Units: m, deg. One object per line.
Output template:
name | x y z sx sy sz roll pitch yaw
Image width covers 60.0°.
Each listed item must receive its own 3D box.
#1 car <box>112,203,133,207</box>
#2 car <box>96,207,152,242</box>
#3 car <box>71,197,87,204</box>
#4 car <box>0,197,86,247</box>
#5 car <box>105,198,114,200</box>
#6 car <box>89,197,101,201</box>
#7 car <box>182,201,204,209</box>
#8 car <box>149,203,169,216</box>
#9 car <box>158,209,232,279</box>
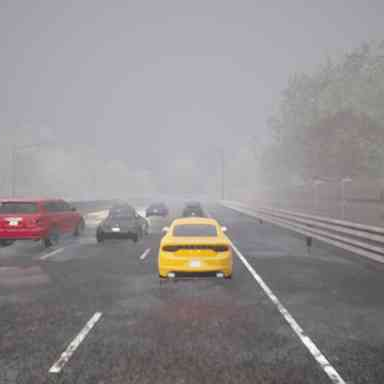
car | -6.894 1.744 32.977 1.994 1.385 4.181 0 0 0
car | -3.398 1.653 16.846 1.994 1.385 4.181 0 0 0
car | -24.482 1.879 72.057 1.812 1.442 4.674 0 0 0
car | -6.898 1.305 15.592 2.150 2.045 5.566 0 0 0
car | -17.482 1.934 71.436 1.812 1.442 4.674 0 0 0
car | -20.982 1.880 72.056 2.128 1.511 4.902 0 0 0
car | 0.106 1.683 32.432 1.837 1.490 4.892 0 0 0
car | -3.394 1.744 32.994 1.994 1.385 4.181 0 0 0
car | 0.092 1.531 10.269 1.882 1.535 5.008 0 0 0
